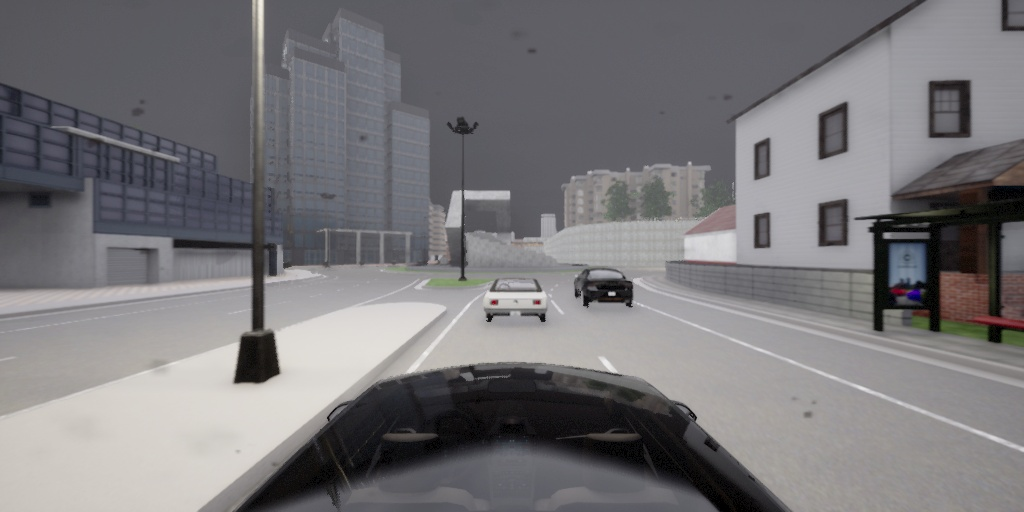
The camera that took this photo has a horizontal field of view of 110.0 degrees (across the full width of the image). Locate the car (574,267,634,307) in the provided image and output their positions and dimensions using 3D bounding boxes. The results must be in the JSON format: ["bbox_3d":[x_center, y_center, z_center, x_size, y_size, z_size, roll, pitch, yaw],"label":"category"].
[{"bbox_3d":[3.815,1.230,15.552,1.882,1.535,5.008,0,0,4],"label":"car"}]

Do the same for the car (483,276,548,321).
[{"bbox_3d":[0.154,1.352,12.406,1.895,1.301,4.718,0,0,1],"label":"car"}]
